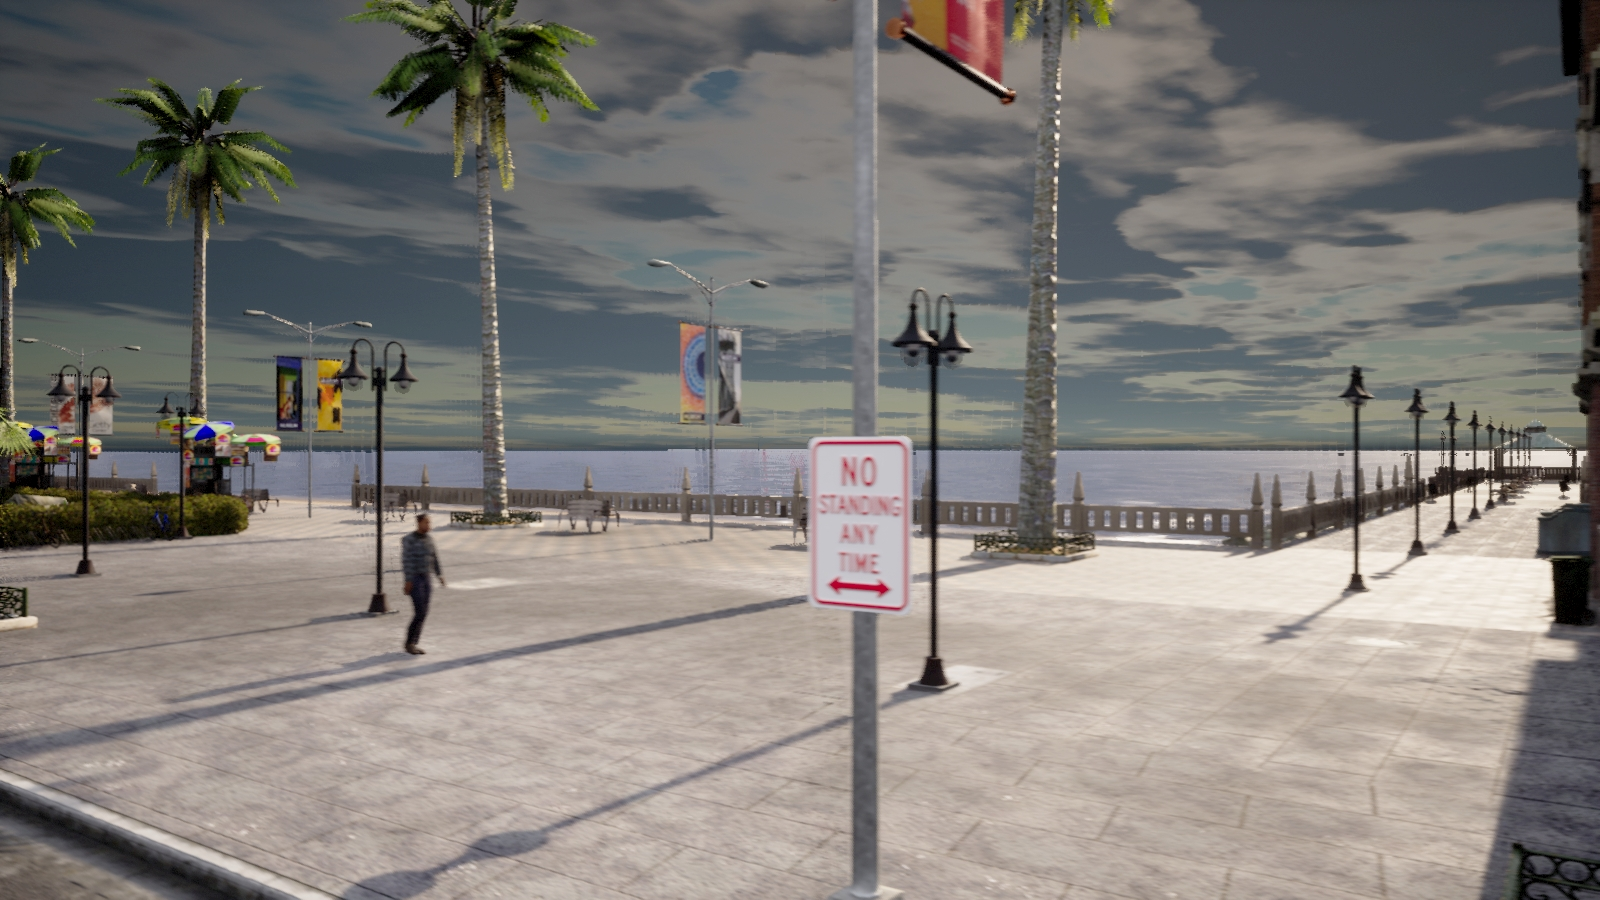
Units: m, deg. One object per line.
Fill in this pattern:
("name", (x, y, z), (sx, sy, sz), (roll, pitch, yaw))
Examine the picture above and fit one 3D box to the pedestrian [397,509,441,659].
("pedestrian", (-4.877, 1.696, 14.634), (0.375, 1.860, 0.375), (0, 0, 28))
